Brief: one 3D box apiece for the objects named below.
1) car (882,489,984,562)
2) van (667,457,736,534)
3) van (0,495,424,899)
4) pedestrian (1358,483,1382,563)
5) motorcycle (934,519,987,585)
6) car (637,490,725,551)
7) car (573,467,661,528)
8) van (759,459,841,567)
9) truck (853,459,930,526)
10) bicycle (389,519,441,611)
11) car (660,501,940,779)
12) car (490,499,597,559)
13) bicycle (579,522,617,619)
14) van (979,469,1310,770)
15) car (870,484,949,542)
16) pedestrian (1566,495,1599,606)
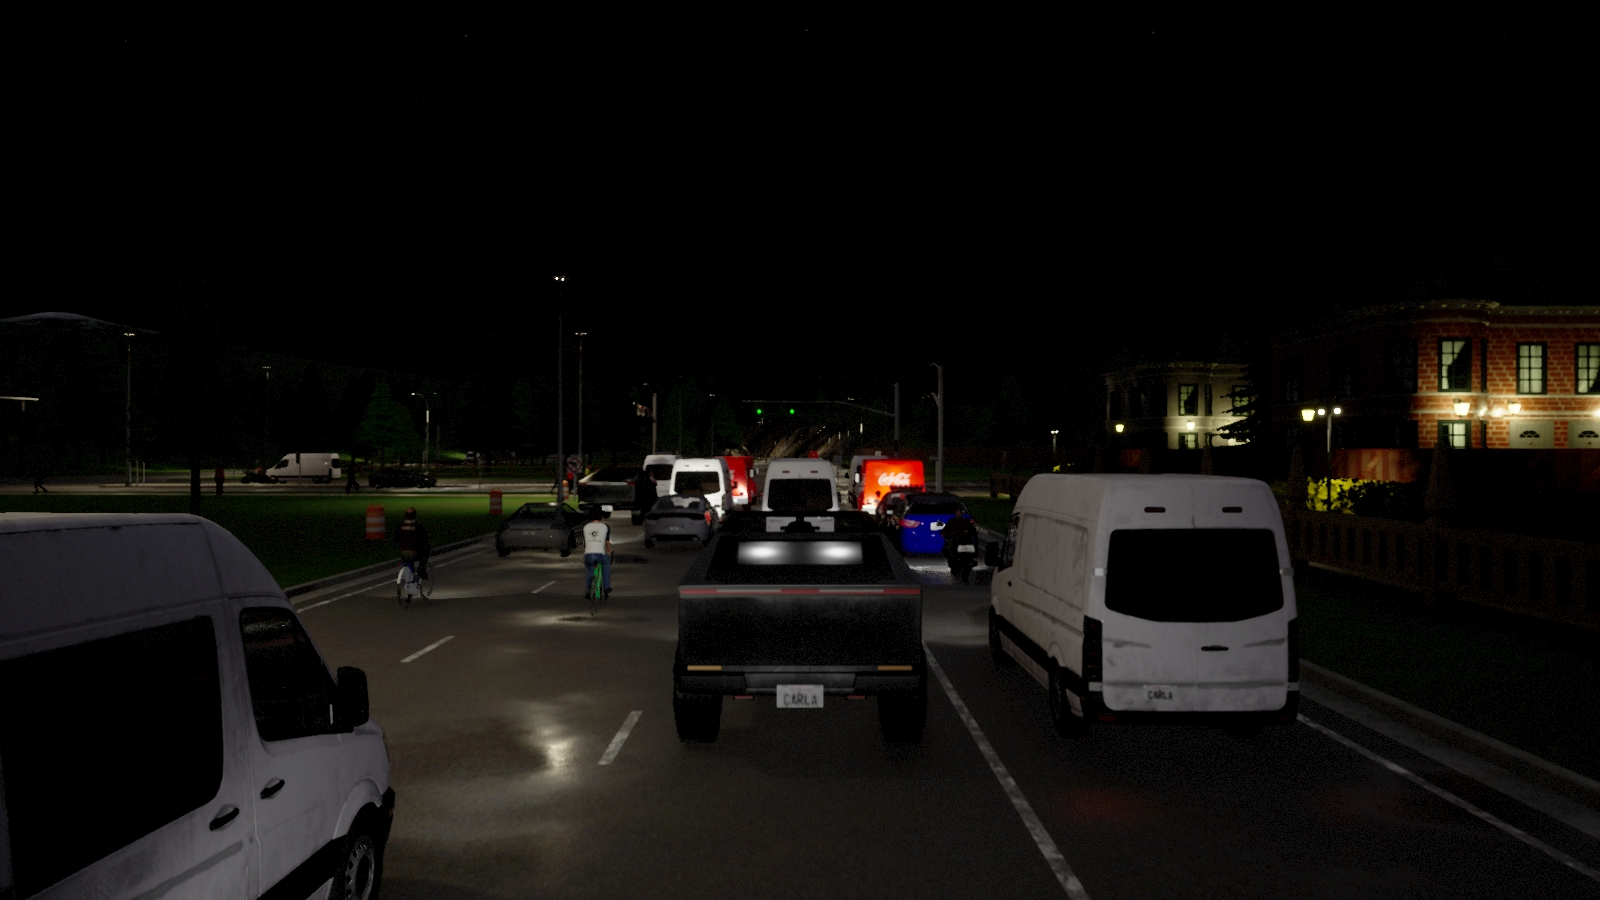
[{"bbox_3d":[3.501,1.977,30.953,2.242,1.667,4.611,0,0,0],"label":"car"},{"bbox_3d":[-3.504,1.548,41.660,1.988,2.561,5.915,0,0,0],"label":"van"},{"bbox_3d":[-3.504,1.532,4.667,1.988,2.561,5.915,0,-1,0],"label":"van"},{"bbox_3d":[13.431,1.705,26.920,0.375,1.860,0.375,0,0,1],"label":"pedestrian"},{"bbox_3d":[3.501,2.213,25.145,0.867,1.251,2.209,0,0,0],"label":"motorcycle"},{"bbox_3d":[-3.495,2.045,34.375,2.097,1.535,5.006,0,0,0],"label":"car"},{"bbox_3d":[-7.000,1.768,44.467,2.390,2.098,6.274,0,0,0],"label":"car"},{"bbox_3d":[-0.003,1.543,30.463,1.988,2.561,5.915,0,0,0],"label":"van"},{"bbox_3d":[3.499,1.580,44.711,2.627,2.467,5.204,0,0,0],"label":"truck"},{"bbox_3d":[-7.005,2.066,20.865,0.329,1.471,1.835,0,1,0],"label":"bicycle"},{"bbox_3d":[0.001,1.758,12.876,2.390,2.098,6.274,0,0,0],"label":"car"},{"bbox_3d":[-7.009,2.129,31.684,1.994,1.385,4.181,0,0,0],"label":"car"},{"bbox_3d":[-3.499,2.062,19.844,0.373,1.496,1.643,0,0,0],"label":"bicycle"},{"bbox_3d":[3.497,1.539,13.014,1.988,2.561,5.915,0,0,0],"label":"van"},{"bbox_3d":[3.501,1.994,37.470,2.097,1.638,5.238,0,0,0],"label":"car"},{"bbox_3d":[13.361,1.702,19.456,0.375,1.860,0.375,0,0,1],"label":"pedestrian"}]
